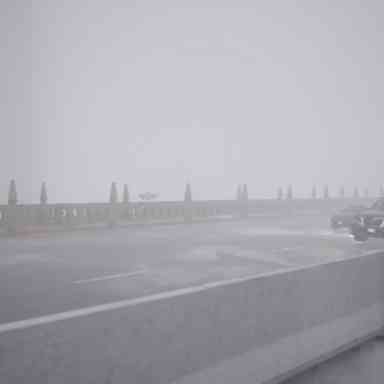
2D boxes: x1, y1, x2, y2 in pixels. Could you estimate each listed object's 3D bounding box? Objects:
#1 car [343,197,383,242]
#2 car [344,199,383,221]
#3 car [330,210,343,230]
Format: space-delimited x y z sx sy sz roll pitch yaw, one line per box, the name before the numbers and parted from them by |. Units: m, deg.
car | 9.502 1.189 15.059 5.566 2.045 2.150 0 0 -35
car | 14.846 1.423 27.405 5.008 1.535 1.882 0 0 -35
car | 10.181 1.466 19.830 4.892 1.490 1.837 0 0 -35
